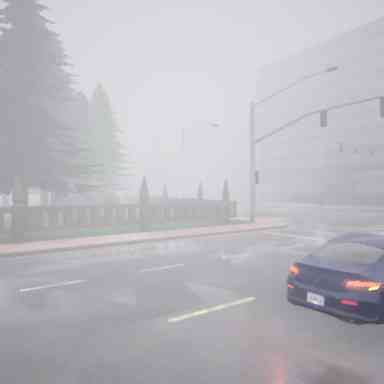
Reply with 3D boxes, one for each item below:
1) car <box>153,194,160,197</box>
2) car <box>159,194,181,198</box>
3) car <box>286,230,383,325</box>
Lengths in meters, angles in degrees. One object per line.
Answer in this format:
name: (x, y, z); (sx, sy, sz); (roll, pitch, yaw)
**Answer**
car: (-5.908, 1.094, 59.566); (2.097, 1.767, 4.553); (0, 0, 1)
car: (-2.036, 1.273, 40.946); (1.882, 1.535, 5.008); (-1, 0, -24)
car: (3.802, 1.480, 6.497); (4.674, 1.442, 1.812); (0, 0, -35)
